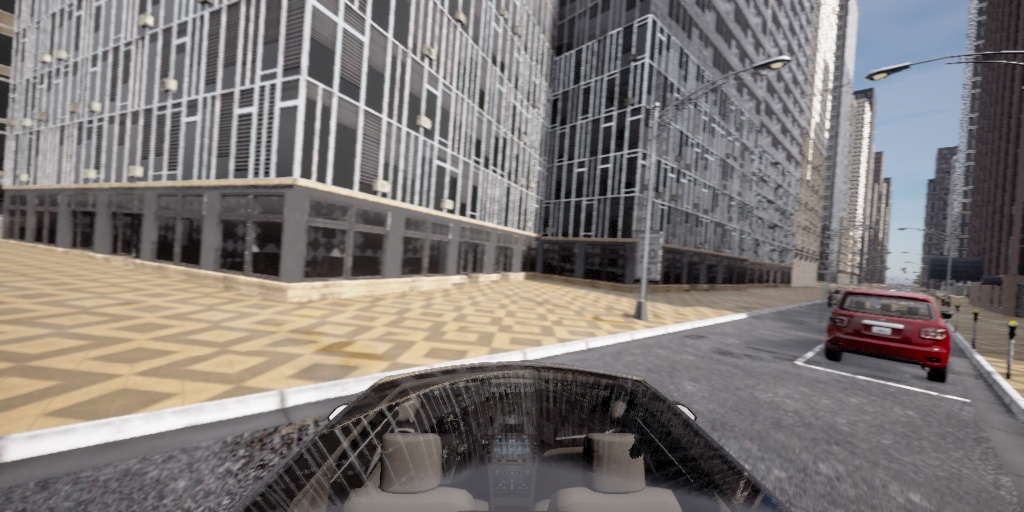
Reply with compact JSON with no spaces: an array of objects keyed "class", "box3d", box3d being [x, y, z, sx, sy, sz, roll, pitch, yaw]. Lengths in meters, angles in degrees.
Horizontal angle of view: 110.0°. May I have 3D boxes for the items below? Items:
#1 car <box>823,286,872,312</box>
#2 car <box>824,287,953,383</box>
[{"class":"car","box3d":[24.536,3.048,26.161,4.902,1.511,2.128,4,0,-42]},{"class":"car","box3d":[9.477,1.779,9.153,5.009,1.841,2.192,0,0,-42]}]
